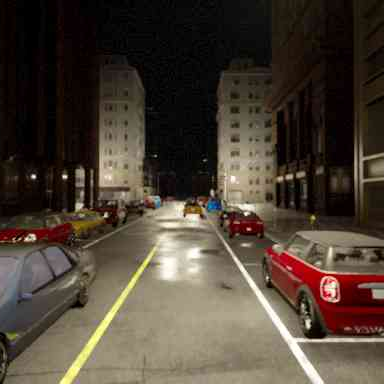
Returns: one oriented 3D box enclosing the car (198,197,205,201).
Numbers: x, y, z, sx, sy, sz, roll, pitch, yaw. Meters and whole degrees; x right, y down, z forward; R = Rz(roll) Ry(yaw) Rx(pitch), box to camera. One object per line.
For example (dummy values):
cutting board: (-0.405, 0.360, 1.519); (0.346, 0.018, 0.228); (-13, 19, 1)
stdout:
car: (2.649, 2.014, 95.530); (1.802, 1.307, 4.206); (1, 0, 0)

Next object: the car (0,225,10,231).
car: (-5.851, 1.598, 6.619); (1.947, 1.339, 4.313); (1, 0, 0)

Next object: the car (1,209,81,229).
car: (-5.851, 1.498, 12.244); (1.967, 1.590, 4.097); (1, 0, 0)

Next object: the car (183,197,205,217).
car: (0.084, 1.608, 33.139); (1.801, 1.575, 5.366); (0, 0, 0)

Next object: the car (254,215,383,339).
car: (2.676, 1.471, 6.630); (1.967, 1.590, 4.097); (1, 0, 0)

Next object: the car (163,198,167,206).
car: (-5.865, 1.802, 57.238); (1.887, 1.381, 4.507); (1, 0, 0)

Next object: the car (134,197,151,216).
car: (-5.857, 1.598, 34.741); (1.967, 1.590, 4.097); (1, 0, 0)

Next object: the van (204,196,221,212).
van: (2.668, 1.524, 40.377); (1.690, 1.788, 3.998); (1, 0, 0)

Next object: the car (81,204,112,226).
car: (-5.854, 1.608, 17.698); (1.752, 1.417, 4.829); (1, 0, 0)

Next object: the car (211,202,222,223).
car: (2.670, 1.659, 23.502); (2.008, 1.369, 4.403); (1, 0, 0)

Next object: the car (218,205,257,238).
car: (2.672, 1.627, 17.878); (1.887, 1.381, 4.507); (1, 0, 0)

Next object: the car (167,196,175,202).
car: (-5.873, 1.961, 84.220); (1.802, 1.307, 4.206); (1, 0, 0)

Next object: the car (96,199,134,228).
car: (-5.853, 1.423, 23.493); (2.192, 1.841, 5.009); (1, 0, 0)

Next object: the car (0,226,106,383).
car: (-3.040, 1.573, 5.286); (2.033, 1.411, 5.357); (0, 0, 1)

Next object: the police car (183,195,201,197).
police car: (-0.003, 1.647, 49.301); (1.930, 1.638, 5.238); (0, 0, 0)

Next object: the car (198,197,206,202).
car: (2.651, 1.950, 89.881); (1.887, 1.381, 4.507); (1, 0, 0)

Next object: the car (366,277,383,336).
car: (2.677, 1.550, 1.004); (1.887, 1.381, 4.507); (1, 0, 0)

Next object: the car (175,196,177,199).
car: (-5.875, 1.971, 89.870); (1.947, 1.339, 4.313); (1, 0, 0)

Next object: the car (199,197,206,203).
car: (2.653, 1.960, 84.232); (1.802, 1.307, 4.206); (1, 0, 0)

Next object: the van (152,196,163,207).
van: (-5.861, 1.574, 51.614); (1.690, 1.788, 3.998); (1, 0, 0)

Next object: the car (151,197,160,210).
car: (-5.862, 1.790, 45.989); (1.802, 1.307, 4.206); (1, 0, 0)
